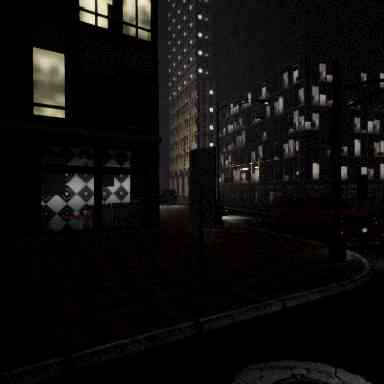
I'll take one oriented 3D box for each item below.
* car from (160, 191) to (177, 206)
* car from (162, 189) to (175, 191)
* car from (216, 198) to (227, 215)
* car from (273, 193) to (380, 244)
[{"bbox_3d":[-3.569,1.007,44.130,1.812,1.442,4.674,-1,1,-18],"label":"car"},{"bbox_3d":[-4.035,0.537,54.629,2.150,2.045,5.566,-1,1,-18],"label":"car"},{"bbox_3d":[1.456,1.201,29.315,1.837,1.490,4.892,-1,1,-19],"label":"car"},{"bbox_3d":[6.014,1.117,15.772,2.150,2.045,5.566,0,1,-17],"label":"car"}]
